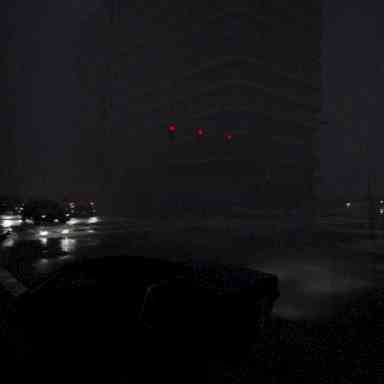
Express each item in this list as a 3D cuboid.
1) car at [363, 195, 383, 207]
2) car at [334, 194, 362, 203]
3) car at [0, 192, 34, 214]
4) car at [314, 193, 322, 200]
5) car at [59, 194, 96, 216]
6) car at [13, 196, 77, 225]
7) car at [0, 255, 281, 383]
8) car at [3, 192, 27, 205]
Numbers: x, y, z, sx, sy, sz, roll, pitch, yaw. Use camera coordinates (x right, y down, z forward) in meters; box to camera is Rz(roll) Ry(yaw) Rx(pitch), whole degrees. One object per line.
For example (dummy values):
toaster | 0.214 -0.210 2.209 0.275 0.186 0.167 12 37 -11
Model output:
car | 25.579 1.300 45.302 1.895 1.301 4.718 1 1 6
car | 25.491 1.094 55.450 1.812 1.442 4.674 1 1 -10
car | -15.579 0.998 28.467 2.128 1.511 4.902 0 1 -40
car | 24.519 0.884 68.933 1.837 1.490 4.892 0 1 -31
car | -9.454 0.952 26.594 2.097 1.767 4.553 0 1 -40
car | -9.501 1.216 21.192 2.033 1.411 5.357 0 1 -40
car | -0.575 1.552 4.506 1.895 1.301 4.718 1 0 39
car | -22.460 0.778 42.179 1.812 1.442 4.674 0 1 -39
